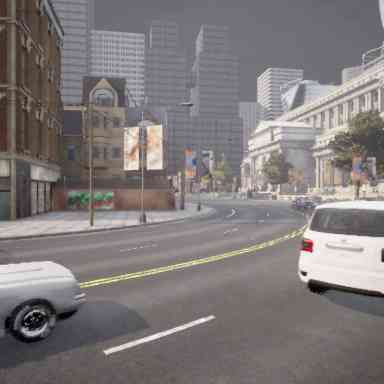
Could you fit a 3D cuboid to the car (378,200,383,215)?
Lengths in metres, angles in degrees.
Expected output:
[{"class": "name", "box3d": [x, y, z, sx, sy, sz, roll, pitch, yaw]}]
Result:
[{"class": "car", "box3d": [19.098, 1.507, 30.595, 2.002, 1.452, 4.674, 0, 0, 11]}]

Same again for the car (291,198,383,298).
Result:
[{"class": "car", "box3d": [4.574, 1.219, 7.966, 2.150, 2.045, 5.566, 0, 0, 43]}]

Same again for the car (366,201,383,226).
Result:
[{"class": "car", "box3d": [13.713, 1.494, 23.676, 1.837, 1.490, 4.892, 1, 0, 21]}]

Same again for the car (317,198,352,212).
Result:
[{"class": "car", "box3d": [17.153, 1.525, 40.414, 2.033, 1.411, 5.357, 0, 0, 1]}]

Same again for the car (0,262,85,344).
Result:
[{"class": "car", "box3d": [-4.096, 1.594, 4.784, 4.718, 1.301, 1.895, 0, 0, -34]}]

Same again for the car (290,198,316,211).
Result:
[{"class": "car", "box3d": [13.574, 1.500, 40.927, 1.812, 1.442, 4.674, 0, 0, 2]}]

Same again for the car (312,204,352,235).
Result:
[{"class": "car", "box3d": [8.406, 1.515, 19.743, 1.812, 1.442, 4.674, 0, 0, 28]}]
